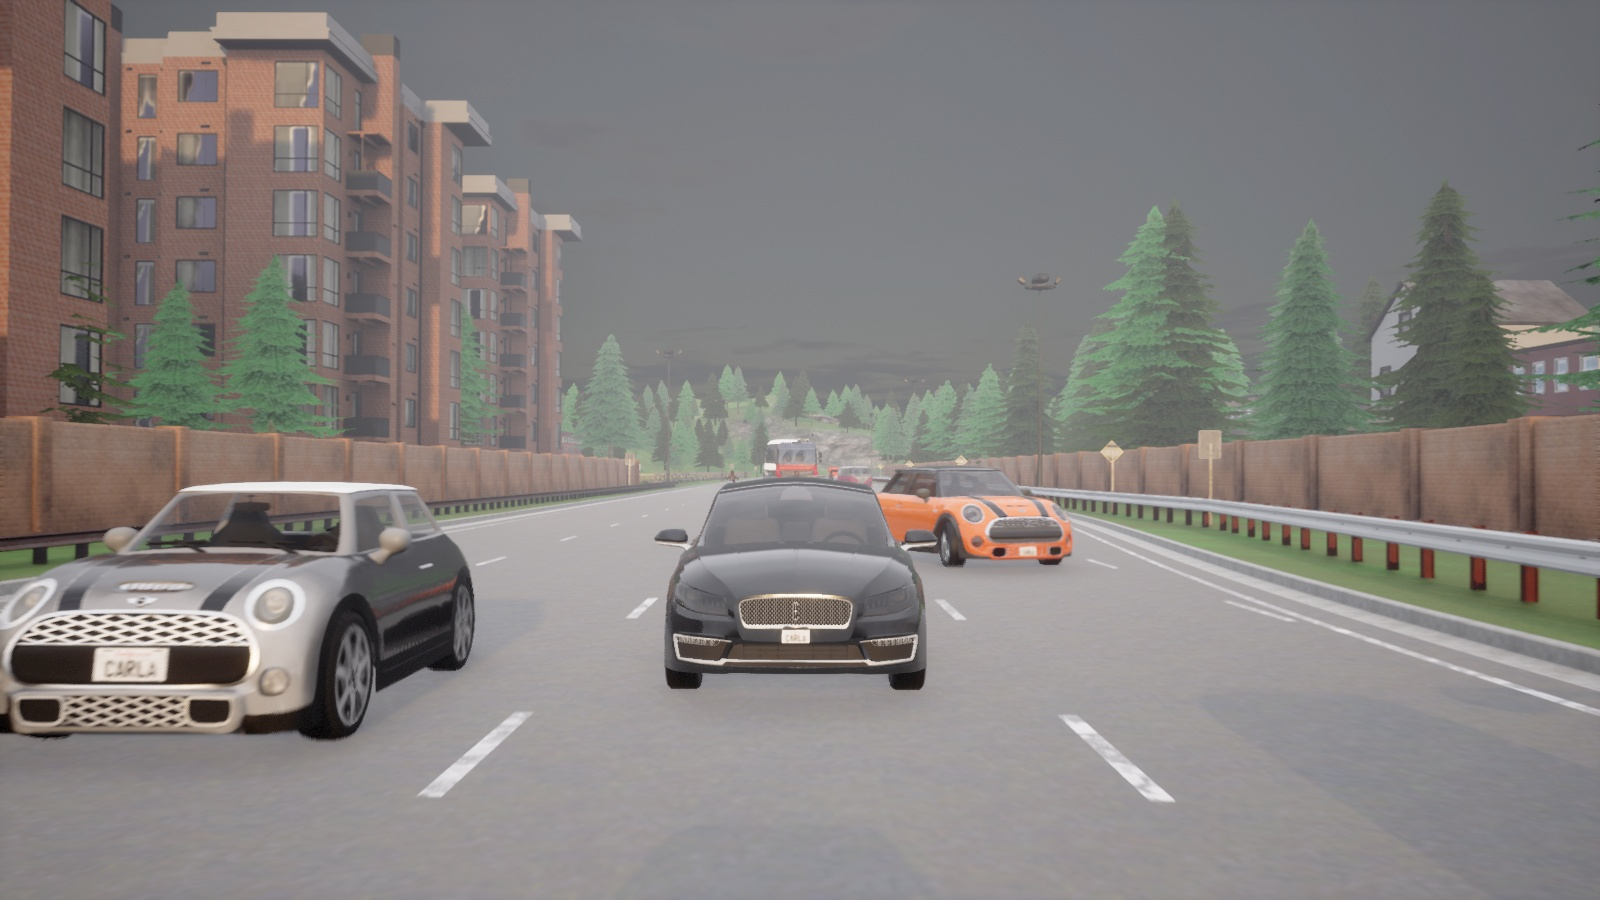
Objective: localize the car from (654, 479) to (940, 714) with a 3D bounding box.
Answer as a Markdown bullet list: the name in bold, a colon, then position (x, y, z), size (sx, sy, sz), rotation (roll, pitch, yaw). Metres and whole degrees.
- **car**: position (-0.026, 1.000, 10.549), size (1.837, 1.490, 4.892), rotation (0, -1, 0)

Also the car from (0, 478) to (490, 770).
- **car**: position (-3.521, 0.937, 8.369), size (1.970, 1.475, 3.806), rotation (0, -1, 0)

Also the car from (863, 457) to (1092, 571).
- **car**: position (2.939, 1.036, 21.967), size (2.097, 1.767, 4.553), rotation (0, -1, -19)

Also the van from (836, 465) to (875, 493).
- **van**: position (4.051, 2.119, 92.021), size (1.775, 1.987, 4.442), rotation (0, -1, -12)

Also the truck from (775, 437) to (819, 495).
- **truck**: position (-0.216, 1.143, 87.604), size (2.891, 3.827, 8.468), rotation (0, -1, 0)
